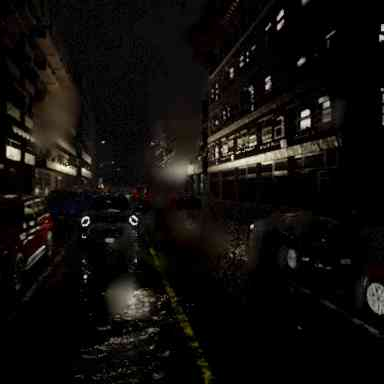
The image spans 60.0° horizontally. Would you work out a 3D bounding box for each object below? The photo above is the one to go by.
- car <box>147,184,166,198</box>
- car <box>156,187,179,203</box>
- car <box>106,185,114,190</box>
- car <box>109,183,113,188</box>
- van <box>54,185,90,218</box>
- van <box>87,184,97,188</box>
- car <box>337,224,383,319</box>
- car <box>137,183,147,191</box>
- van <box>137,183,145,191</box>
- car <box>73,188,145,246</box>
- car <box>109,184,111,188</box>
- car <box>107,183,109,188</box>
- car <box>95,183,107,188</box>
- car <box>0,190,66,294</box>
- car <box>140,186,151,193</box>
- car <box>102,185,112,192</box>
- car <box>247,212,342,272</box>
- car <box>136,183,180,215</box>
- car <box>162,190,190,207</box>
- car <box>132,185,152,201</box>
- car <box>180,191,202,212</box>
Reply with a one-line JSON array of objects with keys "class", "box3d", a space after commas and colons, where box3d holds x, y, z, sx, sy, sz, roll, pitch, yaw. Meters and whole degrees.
[{"class": "car", "box3d": [-5.089, -0.211, 47.422, 2.192, 1.841, 5.009, 1, 1, -12]}, {"class": "car", "box3d": [-2.746, 0.259, 36.620, 1.967, 1.590, 4.097, 1, 2, -12]}, {"class": "car", "box3d": [-22.008, -1.255, 89.105, 1.802, 1.307, 4.206, 1, 1, -12]}, {"class": "car", "box3d": [-17.387, -0.885, 67.469, 2.192, 1.841, 5.009, 1, 1, -12]}, {"class": "van", "box3d": [-7.011, 0.682, 18.812, 1.690, 1.788, 3.998, 2, 2, -12]}, {"class": "van", "box3d": [-8.165, 0.505, 24.220, 1.690, 1.788, 3.998, 2, 2, -12]}, {"class": "car", "box3d": [4.160, 1.435, 4.182, 1.887, 1.381, 4.507, 1, 2, -12]}, {"class": "car", "box3d": [-12.009, -1.202, 79.866, 2.192, 1.841, 5.009, 1, 1, -12]}, {"class": "van", "box3d": [-13.163, -1.334, 85.275, 1.690, 1.788, 3.998, 1, 1, -12]}, {"class": "car", "box3d": [-3.183, 0.907, 12.966, 2.097, 1.767, 4.553, 0, 2, -14]}, {"class": "car", "box3d": [-13.936, -0.136, 51.258, 1.947, 1.339, 4.313, 1, 1, -12]}, {"class": "car", "box3d": [-11.622, -0.044, 40.437, 2.192, 1.841, 5.009, 1, 1, -12]}, {"class": "car", "box3d": [-10.469, 0.129, 35.031, 2.192, 1.841, 5.009, 1, 1, -12]}, {"class": "car", "box3d": [-4.705, 1.017, 8.002, 2.192, 1.841, 5.009, 2, 2, -12]}, {"class": "car", "box3d": [-9.709, -0.613, 69.058, 1.802, 1.307, 4.206, 1, 1, -12]}, {"class": "car", "box3d": [-18.547, -0.817, 72.882, 1.887, 1.381, 4.507, 1, 1, -12]}, {"class": "car", "box3d": [3.007, 1.258, 9.590, 2.008, 1.369, 4.403, 1, 2, -12]}, {"class": "car", "box3d": [-2.558, 0.449, 23.559, 2.150, 2.045, 5.566, 0, 2, -12]}, {"class": "car", "box3d": [-1.604, 0.538, 31.214, 1.887, 1.381, 4.507, 1, 2, -12]}, {"class": "car", "box3d": [-5.974, 0.055, 39.633, 2.097, 1.767, 4.553, 0, 2, -12]}, {"class": "car", "box3d": [-0.451, 0.713, 25.808, 1.887, 1.381, 4.507, 1, 2, -12]}]
